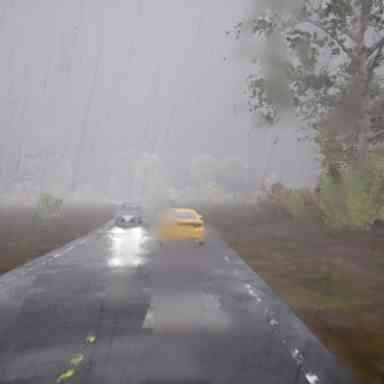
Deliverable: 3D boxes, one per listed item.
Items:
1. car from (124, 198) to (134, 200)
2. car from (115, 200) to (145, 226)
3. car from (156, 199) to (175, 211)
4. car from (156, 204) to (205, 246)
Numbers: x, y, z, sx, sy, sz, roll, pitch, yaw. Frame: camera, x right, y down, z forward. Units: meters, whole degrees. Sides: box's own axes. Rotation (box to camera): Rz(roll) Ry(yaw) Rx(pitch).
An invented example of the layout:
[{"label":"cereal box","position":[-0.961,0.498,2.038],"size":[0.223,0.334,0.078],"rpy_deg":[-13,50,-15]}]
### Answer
[{"label":"car","position":[-12.301,1.867,65.030],"size":[1.994,1.385,4.181],"rpy_deg":[0,0,-15]},{"label":"car","position":[-4.531,1.584,24.478],"size":[2.128,1.511,4.902],"rpy_deg":[0,0,-6]},{"label":"car","position":[-2.848,1.495,36.201],"size":[2.097,1.767,4.553],"rpy_deg":[0,0,-9]},{"label":"car","position":[-0.537,1.527,15.656],"size":[1.882,1.535,5.008],"rpy_deg":[0,0,-4]}]
